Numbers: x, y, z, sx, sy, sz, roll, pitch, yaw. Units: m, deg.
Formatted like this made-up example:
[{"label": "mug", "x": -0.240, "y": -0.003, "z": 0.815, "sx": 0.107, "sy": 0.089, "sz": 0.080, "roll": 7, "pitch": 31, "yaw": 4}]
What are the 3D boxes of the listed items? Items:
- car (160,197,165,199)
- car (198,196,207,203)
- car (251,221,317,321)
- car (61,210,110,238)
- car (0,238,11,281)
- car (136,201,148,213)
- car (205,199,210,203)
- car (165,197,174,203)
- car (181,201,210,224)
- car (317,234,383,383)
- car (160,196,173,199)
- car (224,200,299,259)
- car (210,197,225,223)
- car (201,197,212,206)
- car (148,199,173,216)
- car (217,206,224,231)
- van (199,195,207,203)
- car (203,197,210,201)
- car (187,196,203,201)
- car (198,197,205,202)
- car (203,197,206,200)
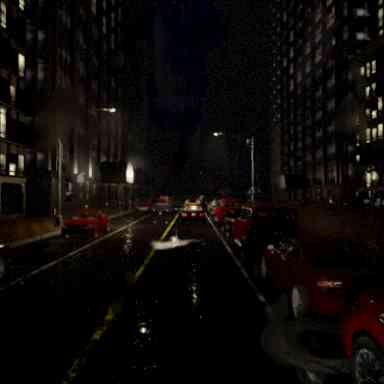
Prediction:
[{"label": "car", "x": -5.706, "y": 1.845, "z": 51.520, "sx": 1.802, "sy": 1.307, "sz": 4.206, "roll": 0, "pitch": 0, "yaw": 0}, {"label": "car", "x": 2.662, "y": 1.869, "z": 84.760, "sx": 1.967, "sy": 1.590, "sz": 4.097, "roll": 0, "pitch": 0, "yaw": 0}, {"label": "car", "x": 2.691, "y": 1.583, "z": 7.209, "sx": 1.887, "sy": 1.381, "sz": 4.507, "roll": 0, "pitch": 0, "yaw": 0}, {"label": "car", "x": -5.693, "y": 1.676, "z": 18.284, "sx": 1.802, "sy": 1.307, "sz": 4.206, "roll": 0, "pitch": 0, "yaw": 0}, {"label": "car", "x": -5.690, "y": 1.589, "z": 7.205, "sx": 2.008, "sy": 1.369, "sz": 4.403, "roll": 0, "pitch": 0, "yaw": 0}, {"label": "car", "x": -5.702, "y": 1.789, "z": 40.442, "sx": 1.802, "sy": 1.307, "sz": 4.206, "roll": 0, "pitch": 0, "yaw": 0}, {"label": "car", "x": 2.681, "y": 1.730, "z": 34.906, "sx": 2.008, "sy": 1.369, "sz": 4.403, "roll": 0, "pitch": 0, "yaw": 0}, {"label": "car", "x": -5.719, "y": 1.973, "z": 84.756, "sx": 1.887, "sy": 1.381, "sz": 4.507, "roll": 0, "pitch": 0, "yaw": 0}, {"label": "car", "x": 0.090, "y": 1.682, "z": 26.321, "sx": 2.033, "sy": 1.411, "sz": 5.357, "roll": 0, "pitch": 0, "yaw": 0}, {"label": "car", "x": 2.694, "y": 1.325, "z": 1.671, "sx": 2.192, "sy": 1.841, "sz": 5.009, "roll": 0, "pitch": 0, "yaw": 0}, {"label": "car", "x": -5.712, "y": 1.661, "z": 68.139, "sx": 2.192, "sy": 1.841, "sz": 5.009, "roll": 0, "pitch": 0, "yaw": 0}, {"label": "car", "x": 2.690, "y": 1.381, "z": 12.751, "sx": 2.192, "sy": 1.841, "sz": 5.009, "roll": 0, "pitch": 0, "yaw": 0}, {"label": "car", "x": 2.686, "y": 1.438, "z": 23.829, "sx": 2.192, "sy": 1.841, "sz": 5.009, "roll": 0, "pitch": 0, "yaw": 0}, {"label": "car", "x": 2.670, "y": 1.758, "z": 62.602, "sx": 1.967, "sy": 1.590, "sz": 4.097, "roll": 0, "pitch": 0, "yaw": 0}, {"label": "car", "x": -3.113, "y": 1.729, "z": 35.418, "sx": 2.033, "sy": 1.411, "sz": 5.357, "roll": 0, "pitch": 0, "yaw": 0}, {"label": "car", "x": 2.687, "y": 1.661, "z": 18.288, "sx": 1.947, "sy": 1.339, "sz": 4.313, "roll": 0, "pitch": 0, "yaw": 0}, {"label": "van", "x": 2.664, "y": 1.742, "z": 79.221, "sx": 1.690, "sy": 1.788, "sz": 3.998, "roll": 0, "pitch": 0, "yaw": 0}, {"label": "car", "x": 2.679, "y": 1.733, "z": 40.615, "sx": 1.752, "sy": 1.417, "sz": 4.829, "roll": 0, "pitch": 0, "yaw": 0}, {"label": "car", "x": 0.084, "y": 1.704, "z": 44.324, "sx": 1.882, "sy": 1.535, "sz": 5.008, "roll": 0, "pitch": 0, "yaw": 0}, {"label": "car", "x": 2.659, "y": 1.982, "z": 90.468, "sx": 1.752, "sy": 1.417, "sz": 4.829, "roll": 0, "pitch": 0, "yaw": 0}, {"label": "car", "x": 2.674, "y": 1.829, "z": 51.524, "sx": 1.947, "sy": 1.339, "sz": 4.313, "roll": 0, "pitch": 0, "yaw": 0}]
